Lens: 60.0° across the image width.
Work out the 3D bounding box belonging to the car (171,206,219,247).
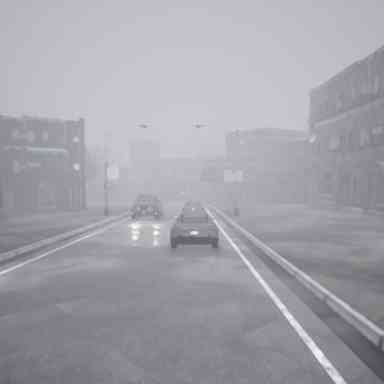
[{"bbox_3d":[0.100,1.549,14.913,1.994,1.385,4.181,0,0,0],"label":"car"}]

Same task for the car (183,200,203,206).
[{"bbox_3d":[0.099,1.478,31.673,1.994,1.385,4.181,0,0,0],"label":"car"}]

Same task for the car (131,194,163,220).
[{"bbox_3d":[-3.600,1.161,27.544,2.150,2.045,5.566,0,0,0],"label":"car"}]
